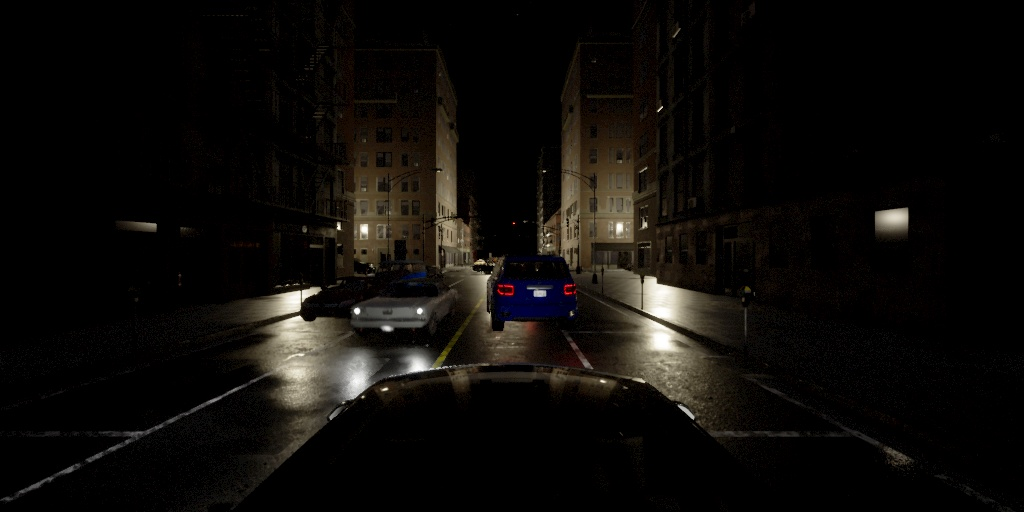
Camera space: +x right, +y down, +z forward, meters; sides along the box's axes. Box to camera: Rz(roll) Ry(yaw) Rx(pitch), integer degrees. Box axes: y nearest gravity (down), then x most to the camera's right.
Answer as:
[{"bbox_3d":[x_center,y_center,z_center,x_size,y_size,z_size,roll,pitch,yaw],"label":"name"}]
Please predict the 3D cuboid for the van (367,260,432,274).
[{"bbox_3d":[-5.385,1.091,17.638,1.690,1.789,3.998,0,0,0],"label":"van"}]

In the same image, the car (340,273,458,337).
[{"bbox_3d":[-2.846,1.351,10.404,1.895,1.301,4.718,0,0,0],"label":"car"}]

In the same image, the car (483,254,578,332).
[{"bbox_3d":[0.365,0.972,11.071,2.150,2.045,5.566,0,0,-6],"label":"car"}]

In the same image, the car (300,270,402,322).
[{"bbox_3d":[-5.389,1.332,12.231,1.802,1.307,4.207,0,0,0],"label":"car"}]

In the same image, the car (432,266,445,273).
[{"bbox_3d":[-5.381,1.301,23.044,2.007,1.370,4.403,0,0,0],"label":"car"}]

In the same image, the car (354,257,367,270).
[{"bbox_3d":[-18.212,1.066,40.095,5.566,2.045,2.150,0,0,0],"label":"car"}]

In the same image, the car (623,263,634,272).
[{"bbox_3d":[15.580,1.220,43.084,4.181,1.385,1.994,0,0,0],"label":"car"}]

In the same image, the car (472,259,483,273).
[{"bbox_3d":[-2.465,1.355,43.061,4.718,1.301,1.895,0,0,0],"label":"car"}]
